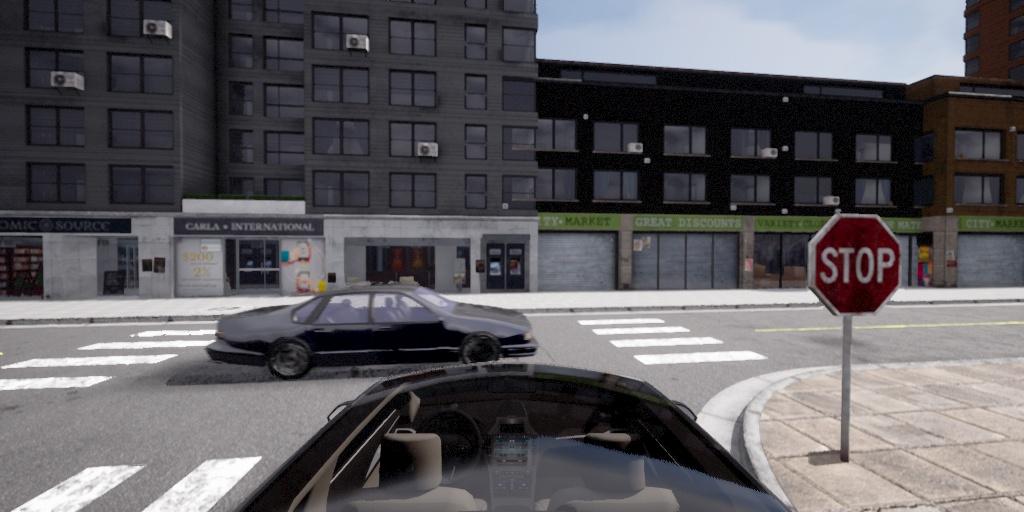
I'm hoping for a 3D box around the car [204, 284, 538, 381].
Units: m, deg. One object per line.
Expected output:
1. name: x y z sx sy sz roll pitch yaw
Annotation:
1. car: -2.276 1.249 6.649 5.357 1.411 2.033 0 1 -7
